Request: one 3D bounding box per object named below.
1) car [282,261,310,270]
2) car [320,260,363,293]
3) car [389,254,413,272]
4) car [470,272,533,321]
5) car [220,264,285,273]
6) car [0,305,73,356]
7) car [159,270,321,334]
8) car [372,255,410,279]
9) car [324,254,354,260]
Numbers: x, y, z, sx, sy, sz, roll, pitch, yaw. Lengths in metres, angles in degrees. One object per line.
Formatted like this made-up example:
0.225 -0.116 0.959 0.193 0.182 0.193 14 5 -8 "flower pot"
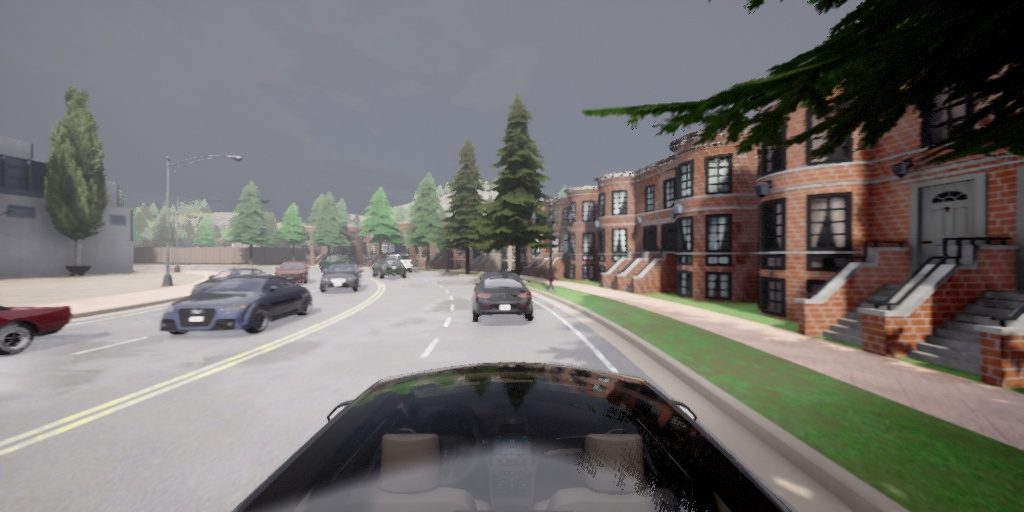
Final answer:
-15.299 1.127 25.100 1.882 1.535 5.008 0 0 -28 "car"
-9.651 1.168 20.539 2.128 1.511 4.902 0 0 -20 "car"
-13.282 0.836 40.640 2.150 2.045 5.566 0 0 -42 "car"
-0.430 1.248 12.185 1.812 1.442 4.674 0 0 -6 "car"
-11.888 1.247 15.661 1.994 1.385 4.181 0 0 -15 "car"
-10.708 1.312 5.720 1.895 1.301 4.718 0 0 -2 "car"
-7.524 1.272 10.311 1.994 1.385 4.181 0 0 -6 "car"
-10.882 0.996 31.541 2.097 1.767 4.553 0 0 -31 "car"
-21.021 0.812 43.167 5.566 2.045 2.150 1 0 39 "car"
